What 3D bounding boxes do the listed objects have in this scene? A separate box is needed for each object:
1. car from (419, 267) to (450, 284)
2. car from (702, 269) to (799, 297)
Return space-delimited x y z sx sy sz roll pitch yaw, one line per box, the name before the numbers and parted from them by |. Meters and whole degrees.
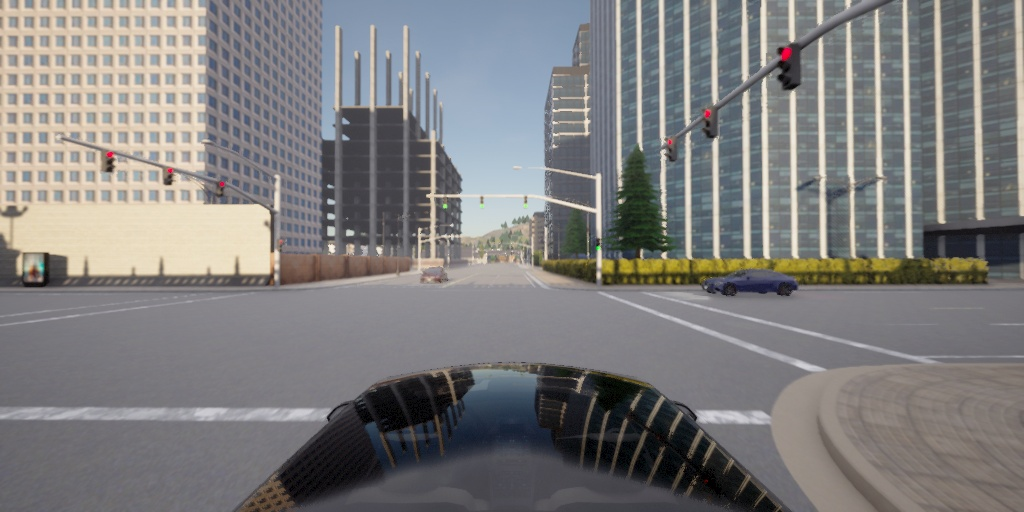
car | -7.001 1.751 32.636 1.812 1.442 4.674 0 0 0
car | 12.823 1.419 19.422 4.674 1.442 1.812 0 -1 0
